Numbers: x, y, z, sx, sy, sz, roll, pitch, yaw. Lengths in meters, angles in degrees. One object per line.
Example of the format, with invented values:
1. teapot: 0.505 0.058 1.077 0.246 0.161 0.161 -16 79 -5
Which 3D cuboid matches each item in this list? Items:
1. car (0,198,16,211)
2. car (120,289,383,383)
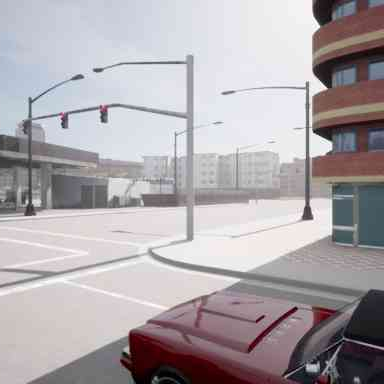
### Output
1. car: -22.264 1.455 38.800 3.806 1.475 1.970 0 0 36
2. car: 1.588 1.601 2.840 4.718 1.301 1.895 0 0 36
